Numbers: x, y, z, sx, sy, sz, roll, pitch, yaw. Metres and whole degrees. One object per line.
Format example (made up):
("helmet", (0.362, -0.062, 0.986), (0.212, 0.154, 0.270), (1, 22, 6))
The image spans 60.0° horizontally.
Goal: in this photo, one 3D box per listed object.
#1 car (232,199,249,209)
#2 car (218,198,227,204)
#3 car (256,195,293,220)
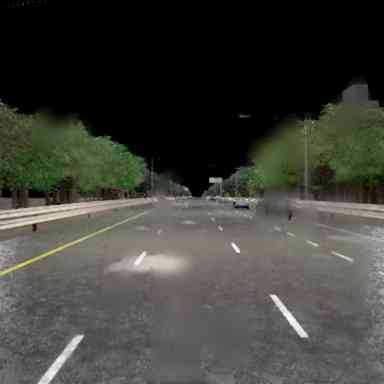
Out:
("car", (7.124, 1.740, 49.172), (1.994, 1.385, 4.181), (0, -1, 0))
("car", (7.326, 2.077, 78.973), (2.033, 1.411, 5.357), (0, -1, 0))
("car", (7.040, 1.256, 28.723), (2.150, 2.045, 5.566), (0, 0, 0))
